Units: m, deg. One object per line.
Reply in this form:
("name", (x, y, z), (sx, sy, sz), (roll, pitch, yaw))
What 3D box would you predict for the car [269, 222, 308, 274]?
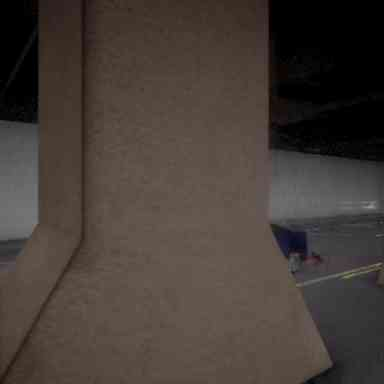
("car", (1.070, 1.481, 9.055), (5.008, 1.535, 1.882), (0, 0, -35))
